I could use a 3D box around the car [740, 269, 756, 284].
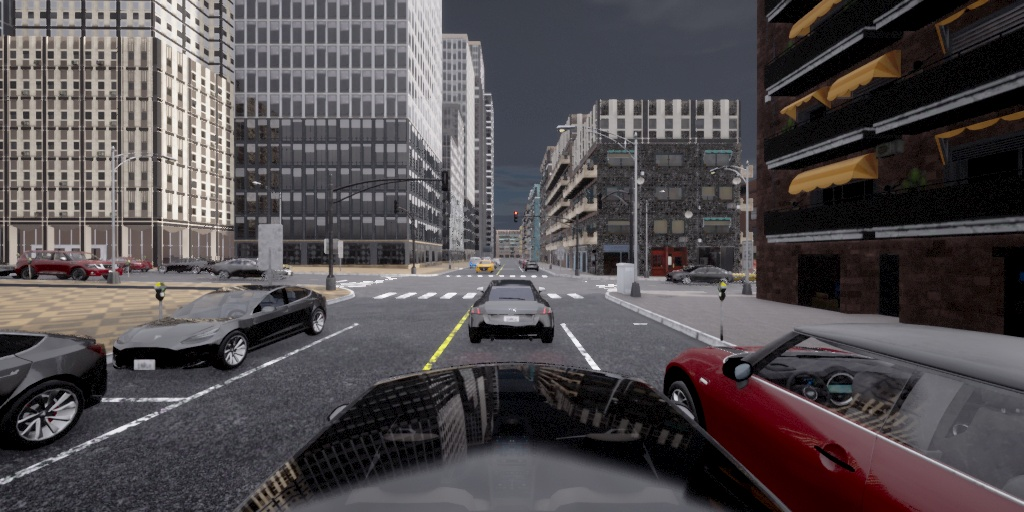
[{"bbox_3d":[21.277,1.698,31.325,4.829,1.417,1.751,0,0,-1],"label":"car"}]

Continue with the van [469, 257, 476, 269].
[{"bbox_3d":[-5.859,1.097,57.351,1.690,1.789,3.998,0,0,0],"label":"van"}]

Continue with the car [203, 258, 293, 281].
[{"bbox_3d":[-17.974,0.937,24.966,4.902,1.511,2.128,1,0,-1],"label":"car"}]

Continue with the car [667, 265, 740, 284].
[{"bbox_3d":[14.982,1.562,28.641,4.892,1.490,1.837,1,0,-1],"label":"car"}]

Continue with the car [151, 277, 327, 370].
[{"bbox_3d":[-5.705,1.315,7.740,1.948,1.339,4.313,0,0,0],"label":"car"}]

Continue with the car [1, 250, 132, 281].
[{"bbox_3d":[-27.446,0.591,22.241,5.009,1.841,2.192,0,0,-1],"label":"car"}]

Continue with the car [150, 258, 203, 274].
[{"bbox_3d":[-27.575,0.815,30.622,4.313,1.339,1.948,0,0,-1],"label":"car"}]

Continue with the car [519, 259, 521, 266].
[{"bbox_3d":[2.522,1.301,57.378,1.888,1.381,4.507,0,0,0],"label":"car"}]

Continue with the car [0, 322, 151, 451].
[{"bbox_3d":[-5.689,1.316,2.494,1.948,1.339,4.313,0,0,0],"label":"car"}]

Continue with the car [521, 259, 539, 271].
[{"bbox_3d":[2.553,1.319,47.411,1.948,1.339,4.313,0,0,0],"label":"car"}]

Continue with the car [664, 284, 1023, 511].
[{"bbox_3d":[2.692,1.190,2.521,1.967,1.591,4.097,0,0,0],"label":"car"}]

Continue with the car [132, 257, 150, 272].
[{"bbox_3d":[-33.194,0.727,30.541,4.207,1.307,1.802,0,0,-1],"label":"car"}]

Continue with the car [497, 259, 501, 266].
[{"bbox_3d":[-3.255,1.248,54.725,2.128,1.511,4.902,0,0,0],"label":"car"}]

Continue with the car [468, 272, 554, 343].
[{"bbox_3d":[-0.020,1.314,9.675,1.994,1.385,4.181,0,0,0],"label":"car"}]

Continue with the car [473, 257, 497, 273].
[{"bbox_3d":[-3.225,1.230,43.397,1.882,1.535,5.008,0,0,0],"label":"car"}]
